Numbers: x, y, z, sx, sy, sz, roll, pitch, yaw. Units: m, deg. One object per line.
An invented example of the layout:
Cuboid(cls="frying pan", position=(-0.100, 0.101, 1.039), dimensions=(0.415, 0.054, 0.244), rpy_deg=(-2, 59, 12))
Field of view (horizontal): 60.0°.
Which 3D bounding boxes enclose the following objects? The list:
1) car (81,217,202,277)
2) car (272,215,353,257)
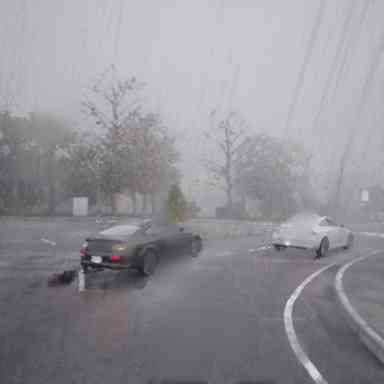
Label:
Cuboid(cls="car", position=(-1.343, 1.506, 10.315), dimensions=(1.812, 1.442, 4.674), rpy_deg=(0, 0, 26))
Cuboid(cls="car", position=(4.892, 1.643, 13.302), dimensions=(1.812, 1.442, 4.674), rpy_deg=(0, -2, 42))
